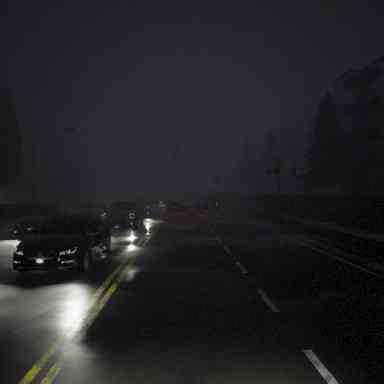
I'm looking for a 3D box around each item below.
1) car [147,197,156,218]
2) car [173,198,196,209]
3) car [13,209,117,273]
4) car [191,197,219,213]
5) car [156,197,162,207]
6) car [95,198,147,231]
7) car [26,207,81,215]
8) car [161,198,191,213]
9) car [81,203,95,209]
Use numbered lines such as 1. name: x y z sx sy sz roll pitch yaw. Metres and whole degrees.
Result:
1. car: -4.681 1.352 30.411 2.097 1.767 4.553 0 0 -4
2. car: -1.098 1.564 47.529 1.994 1.385 4.181 0 0 -22
3. car: -3.919 1.506 10.815 1.837 1.490 4.892 0 0 -2
4. car: 1.555 1.352 37.753 2.097 1.767 4.553 0 0 -9
5. car: -4.854 1.505 47.238 1.837 1.490 4.892 0 0 -22
6. car: -4.258 1.352 20.715 2.097 1.767 4.553 0 0 -2
7. car: -7.649 1.563 17.620 1.994 1.385 4.181 0 0 -2
8. car: -1.885 1.492 37.417 2.128 1.511 4.902 0 0 -10
9. car: -7.814 1.568 26.364 1.994 1.385 4.181 0 0 -2
